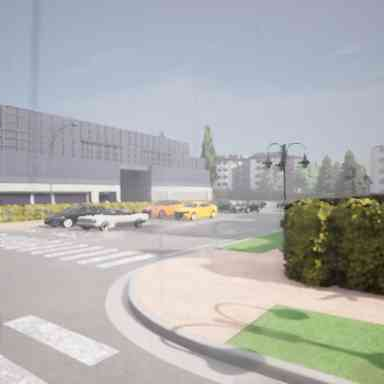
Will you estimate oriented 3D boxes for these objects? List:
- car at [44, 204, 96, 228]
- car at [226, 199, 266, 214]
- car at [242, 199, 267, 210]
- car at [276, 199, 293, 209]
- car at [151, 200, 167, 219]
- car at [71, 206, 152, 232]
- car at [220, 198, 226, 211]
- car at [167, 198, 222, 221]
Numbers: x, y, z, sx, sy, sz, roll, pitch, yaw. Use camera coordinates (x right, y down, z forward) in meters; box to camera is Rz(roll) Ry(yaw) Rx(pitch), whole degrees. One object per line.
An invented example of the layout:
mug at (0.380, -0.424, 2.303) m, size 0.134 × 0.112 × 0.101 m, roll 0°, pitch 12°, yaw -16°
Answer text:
car at (-8.007, 1.675, 23.667) m, size 1.837 × 1.490 × 4.892 m, roll -1°, pitch 0°, yaw 37°
car at (6.264, 1.635, 37.707) m, size 2.128 × 1.511 × 4.902 m, roll -1°, pitch 0°, yaw 35°
car at (9.000, 1.772, 47.802) m, size 1.895 × 1.301 × 4.718 m, roll -1°, pitch 0°, yaw 33°
car at (13.752, 1.747, 48.787) m, size 1.895 × 1.301 × 4.718 m, roll 0°, pitch 0°, yaw 30°
car at (-2.683, 1.522, 31.103) m, size 2.097 × 1.767 × 4.553 m, roll -1°, pitch 0°, yaw 35°
car at (-5.064, 1.744, 21.617) m, size 1.895 × 1.301 × 4.718 m, roll -1°, pitch 0°, yaw 34°
car at (2.928, 1.522, 39.052) m, size 2.097 × 1.767 × 4.553 m, roll -1°, pitch 0°, yaw 35°
car at (0.332, 1.621, 29.303) m, size 1.882 × 1.535 × 5.008 m, roll -1°, pitch 0°, yaw 35°
